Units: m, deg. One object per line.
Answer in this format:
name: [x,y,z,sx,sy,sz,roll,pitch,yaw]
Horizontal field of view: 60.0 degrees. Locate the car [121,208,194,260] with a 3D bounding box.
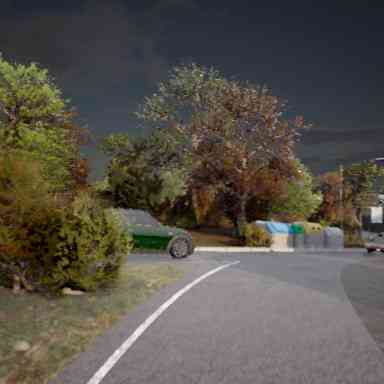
car: [-2.087,1.401,11.944,4.553,1.767,2.097,8,-7,-34]

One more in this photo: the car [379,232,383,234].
car: [37.658,8.638,65.201,2.128,1.511,4.902,0,-3,14]

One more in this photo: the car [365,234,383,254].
car: [15.129,4.152,25.616,4.718,1.301,1.895,9,-7,-42]
